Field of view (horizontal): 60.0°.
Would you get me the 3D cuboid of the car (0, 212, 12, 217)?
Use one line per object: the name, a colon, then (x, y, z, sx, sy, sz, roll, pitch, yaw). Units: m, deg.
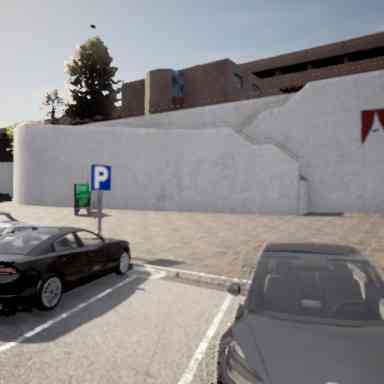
car: (-8.106, 1.492, 11.634, 2.185, 1.767, 4.553, 0, -1, 16)

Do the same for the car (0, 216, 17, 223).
car: (-5.673, 1.632, 9.859, 2.002, 1.452, 4.674, 0, -1, 16)

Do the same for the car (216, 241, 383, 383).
car: (1.646, 1.528, 4.592, 2.163, 1.488, 4.792, 0, -1, 16)

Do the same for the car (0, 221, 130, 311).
car: (-3.237, 1.562, 8.106, 2.097, 1.535, 5.008, -1, -1, 16)
